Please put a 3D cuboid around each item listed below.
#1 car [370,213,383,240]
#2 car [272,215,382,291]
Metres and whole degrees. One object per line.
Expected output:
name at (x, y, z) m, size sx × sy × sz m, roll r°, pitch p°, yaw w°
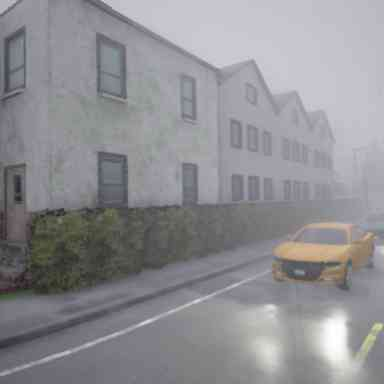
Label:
car at (10.471, 1.839, 18.122) m, size 2.033 × 1.411 × 5.357 m, roll -2°, pitch -2°, yaw 38°
car at (4.103, 1.675, 9.954) m, size 1.882 × 1.535 × 5.008 m, roll -2°, pitch -2°, yaw 38°
